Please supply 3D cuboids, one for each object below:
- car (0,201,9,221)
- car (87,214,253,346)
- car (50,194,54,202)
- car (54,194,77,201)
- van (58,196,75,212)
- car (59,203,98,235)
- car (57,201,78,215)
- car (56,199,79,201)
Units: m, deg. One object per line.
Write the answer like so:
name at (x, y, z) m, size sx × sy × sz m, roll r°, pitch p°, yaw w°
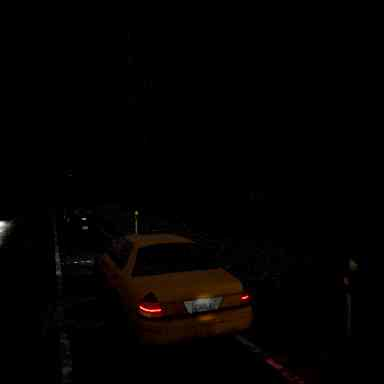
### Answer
car at (-16.321, 1.478, 27.335) m, size 1.882 × 1.535 × 5.008 m, roll 0°, pitch 0°, yaw -23°
car at (-0.847, 1.457, 6.717) m, size 1.801 × 1.575 × 5.366 m, roll 0°, pitch 0°, yaw -23°
car at (-32.109, 1.469, 79.305) m, size 1.967 × 1.590 × 4.097 m, roll 0°, pitch 0°, yaw -24°
car at (-12.632, 1.316, 33.892) m, size 2.192 × 1.841 × 5.009 m, roll 0°, pitch 0°, yaw -23°
van at (-14.780, 1.342, 38.980) m, size 1.690 × 1.788 × 3.998 m, roll 0°, pitch 0°, yaw -23°
car at (-6.189, 1.551, 18.625) m, size 2.008 × 1.369 × 4.403 m, roll 0°, pitch 0°, yaw -23°
car at (-8.336, 1.551, 23.713) m, size 2.008 × 1.369 × 4.403 m, roll 0°, pitch 0°, yaw -23°
car at (-10.484, 1.567, 28.802) m, size 1.947 × 1.339 × 4.313 m, roll 0°, pitch 0°, yaw -23°
